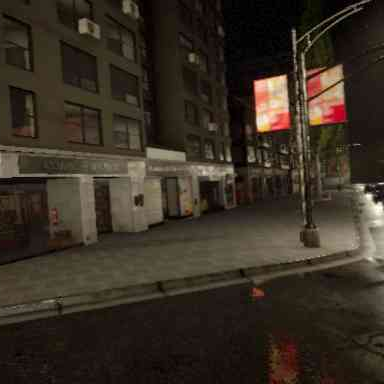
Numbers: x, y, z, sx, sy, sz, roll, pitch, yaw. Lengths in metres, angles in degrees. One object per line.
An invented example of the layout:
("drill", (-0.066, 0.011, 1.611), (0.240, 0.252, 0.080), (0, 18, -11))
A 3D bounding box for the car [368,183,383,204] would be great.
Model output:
("car", (16.190, 0.096, 27.881), (1.882, 1.535, 5.008), (-3, 1, 25))

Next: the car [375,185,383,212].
("car", (12.052, 0.498, 19.066), (2.128, 1.511, 4.902), (-3, 1, 25))

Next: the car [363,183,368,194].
("car", (23.459, -0.479, 43.293), (1.994, 1.385, 4.181), (-3, 1, 26))
